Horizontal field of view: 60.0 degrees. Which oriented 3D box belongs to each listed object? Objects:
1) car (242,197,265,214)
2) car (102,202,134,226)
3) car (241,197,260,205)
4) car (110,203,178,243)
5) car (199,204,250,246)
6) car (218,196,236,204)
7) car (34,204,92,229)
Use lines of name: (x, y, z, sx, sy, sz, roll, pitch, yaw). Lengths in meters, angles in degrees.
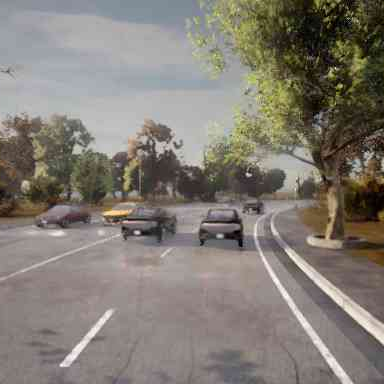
car: (6.872, 1.572, 36.806, 1.837, 1.490, 4.892, 0, 0, 19)
car: (-4.470, 1.477, 23.154, 1.882, 1.535, 5.008, 0, 0, 12)
car: (10.826, 1.658, 61.316, 1.994, 1.385, 4.181, 0, 0, 32)
car: (-1.939, 1.499, 16.396, 2.128, 1.511, 4.902, 0, 0, 9)
car: (1.452, 1.513, 15.423, 2.128, 1.511, 4.902, 0, 0, 8)
car: (6.392, 1.570, 60.765, 1.837, 1.490, 4.892, 0, 0, 30)
car: (-8.272, 1.507, 21.878, 1.812, 1.442, 4.674, 0, 0, 11)
